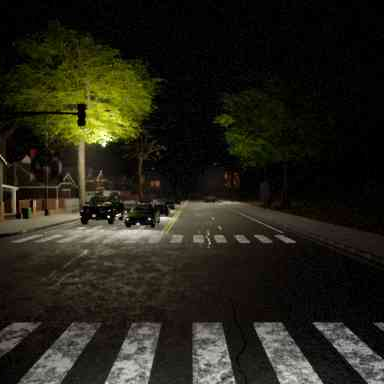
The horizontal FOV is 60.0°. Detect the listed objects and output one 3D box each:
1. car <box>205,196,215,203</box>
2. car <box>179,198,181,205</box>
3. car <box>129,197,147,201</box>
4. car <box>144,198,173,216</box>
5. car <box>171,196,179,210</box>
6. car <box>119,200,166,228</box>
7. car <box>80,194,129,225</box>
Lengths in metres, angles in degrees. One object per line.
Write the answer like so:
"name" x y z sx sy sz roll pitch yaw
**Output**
"car" 3.715 1.506 67.605 1.837 1.490 4.892 0 0 1
"car" -2.946 1.475 57.472 1.882 1.535 5.008 0 0 1
"car" -6.410 1.540 34.970 2.033 1.411 5.357 0 0 0
"car" -3.177 1.556 31.847 1.994 1.385 4.181 0 0 0
"car" -3.118 1.541 42.232 2.033 1.411 5.357 0 0 0
"car" -3.230 1.541 22.649 2.033 1.411 5.357 0 0 0
"car" -6.473 1.214 24.663 2.150 2.045 5.566 0 0 0
